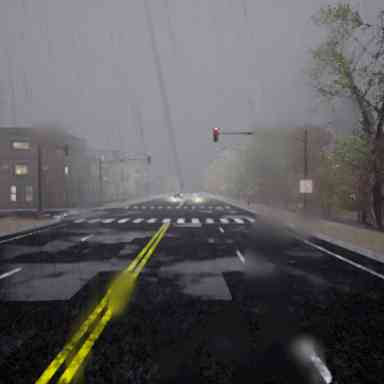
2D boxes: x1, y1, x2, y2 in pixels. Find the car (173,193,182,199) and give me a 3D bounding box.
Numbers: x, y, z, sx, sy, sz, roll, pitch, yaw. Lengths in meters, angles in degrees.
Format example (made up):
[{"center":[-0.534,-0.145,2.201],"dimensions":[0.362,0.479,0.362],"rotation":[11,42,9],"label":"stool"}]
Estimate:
[{"center":[-3.333,0.907,75.854],"dimensions":[1.812,1.442,4.674],"rotation":[0,0,0],"label":"car"}]
